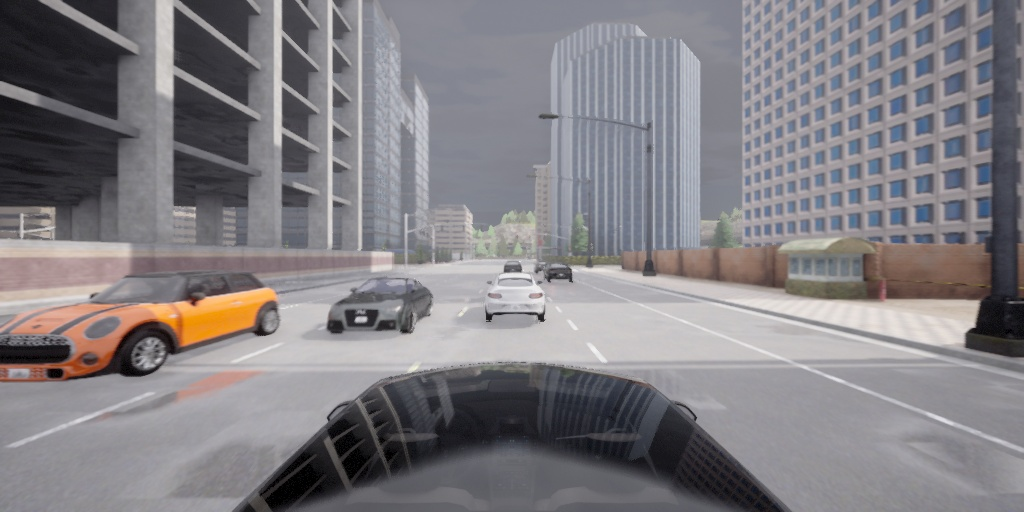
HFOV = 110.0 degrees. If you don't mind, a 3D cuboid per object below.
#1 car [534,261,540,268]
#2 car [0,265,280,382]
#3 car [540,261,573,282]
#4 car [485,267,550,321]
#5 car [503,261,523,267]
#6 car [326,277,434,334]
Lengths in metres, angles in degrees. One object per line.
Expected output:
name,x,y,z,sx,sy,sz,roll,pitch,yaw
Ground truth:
car,3.578,1.280,41.618,1.812,1.442,4.674,0,0,-1
car,-7.092,1.103,7.405,2.097,1.767,4.553,0,0,0
car,3.594,1.230,28.592,1.882,1.535,5.008,0,0,0
car,0.097,1.277,12.351,1.812,1.442,4.674,0,0,0
car,0.089,1.231,36.998,1.882,1.535,5.008,0,0,0
car,-3.589,1.315,10.477,1.994,1.385,4.181,0,0,-1
